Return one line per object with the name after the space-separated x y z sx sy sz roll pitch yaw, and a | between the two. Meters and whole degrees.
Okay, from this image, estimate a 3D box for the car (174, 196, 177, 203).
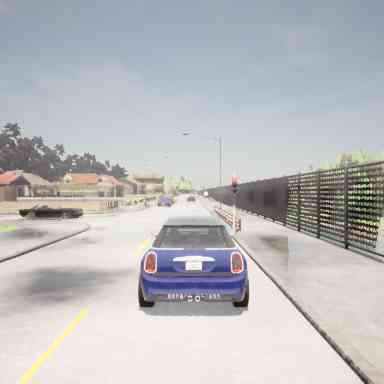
-4.183 1.547 60.742 2.033 1.411 5.357 0 0 0 | car

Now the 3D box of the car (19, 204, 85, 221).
-11.294 1.601 27.060 4.718 1.301 1.895 0 0 4 | car

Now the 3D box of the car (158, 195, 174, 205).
-4.182 1.526 50.974 1.812 1.442 4.674 0 0 0 | car

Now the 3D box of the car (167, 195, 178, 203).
-4.133 1.478 71.005 1.882 1.535 5.008 0 0 0 | car

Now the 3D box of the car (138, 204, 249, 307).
0.037 1.352 8.119 2.097 1.767 4.553 0 0 0 | car

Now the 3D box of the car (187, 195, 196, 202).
-0.142 1.524 76.319 1.812 1.442 4.674 0 0 0 | car
